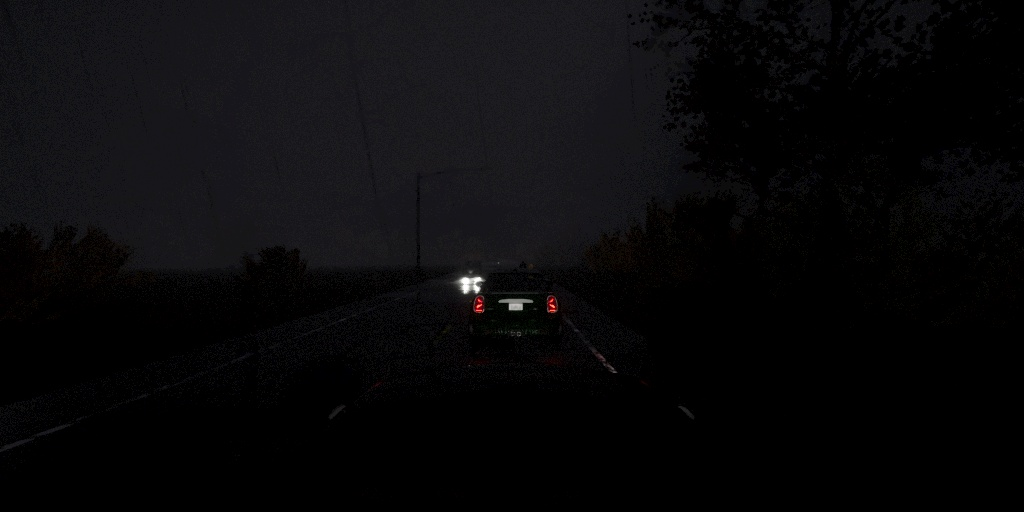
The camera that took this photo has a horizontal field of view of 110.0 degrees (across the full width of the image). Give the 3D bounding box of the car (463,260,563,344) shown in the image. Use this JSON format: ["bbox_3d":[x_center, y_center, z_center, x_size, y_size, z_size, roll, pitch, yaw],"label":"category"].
[{"bbox_3d":[0.072,1.099,9.763,2.097,1.767,4.553,0,0,0],"label":"car"}]

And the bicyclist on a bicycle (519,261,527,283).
[{"bbox_3d":[0.840,1.193,27.224,0.582,1.620,1.656,0,0,0],"label":"bicyclist on a bicycle"}]

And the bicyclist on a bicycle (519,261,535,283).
[{"bbox_3d":[0.903,1.181,17.107,0.866,1.612,1.509,0,0,0],"label":"bicyclist on a bicycle"}]

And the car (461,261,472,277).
[{"bbox_3d":[-3.791,1.230,35.143,2.128,1.511,4.902,0,0,-1],"label":"car"}]
